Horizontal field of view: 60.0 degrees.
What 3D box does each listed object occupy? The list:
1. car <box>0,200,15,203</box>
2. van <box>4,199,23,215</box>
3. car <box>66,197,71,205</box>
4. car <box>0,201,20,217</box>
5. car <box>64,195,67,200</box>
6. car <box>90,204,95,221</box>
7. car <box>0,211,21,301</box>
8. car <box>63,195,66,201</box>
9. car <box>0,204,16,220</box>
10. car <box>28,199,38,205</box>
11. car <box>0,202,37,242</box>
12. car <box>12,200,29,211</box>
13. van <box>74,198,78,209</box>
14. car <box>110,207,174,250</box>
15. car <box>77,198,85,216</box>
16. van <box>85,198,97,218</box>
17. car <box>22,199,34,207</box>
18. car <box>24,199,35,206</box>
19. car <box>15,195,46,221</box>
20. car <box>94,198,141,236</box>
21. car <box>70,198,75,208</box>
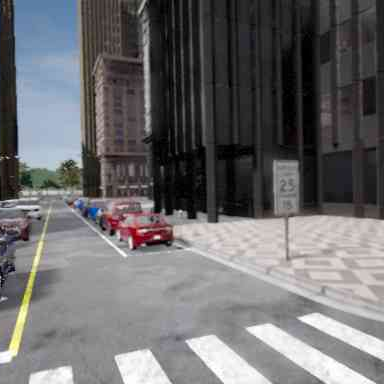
[{"bbox_3d":[-17.568,1.787,29.690,2.192,1.841,5.009,-3,1,-22],"label":"car"},{"bbox_3d":[-23.178,1.911,43.231,1.690,1.788,3.998,-3,1,-22],"label":"van"},{"bbox_3d":[-23.558,2.025,66.435,1.947,1.339,4.313,-3,1,-22],"label":"car"},{"bbox_3d":[-21.304,1.978,38.718,1.967,1.590,4.097,-3,1,-22],"label":"car"},{"bbox_3d":[-27.543,2.071,76.047,2.008,1.369,4.403,-3,1,-22],"label":"car"},{"bbox_3d":[-6.081,1.737,24.295,1.802,1.307,4.206,-3,1,-22],"label":"car"},{"bbox_3d":[-5.737,1.575,8.268,2.097,1.767,4.553,-2,0,-22],"label":"car"},{"bbox_3d":[-31.592,2.102,85.817,1.752,1.417,4.829,-3,1,-22],"label":"car"},{"bbox_3d":[-19.429,2.049,34.206,1.887,1.381,4.507,-3,1,-22],"label":"car"},{"bbox_3d":[-39.331,2.376,82.236,2.008,1.369,4.403,-3,1,-22],"label":"car"},{"bbox_3d":[-9.712,1.648,17.724,2.097,1.767,4.553,-2,0,-22],"label":"car"},{"bbox_3d":[-26.983,2.076,52.425,1.967,1.590,4.097,-3,1,-22],"label":"car"},{"bbox_3d":[-13.860,1.635,43.101,1.690,1.788,3.998,-3,1,-22],"label":"van"},{"bbox_3d":[-2.198,1.630,14.890,1.887,1.381,4.507,-3,1,-22],"label":"car"},{"bbox_3d":[-9.977,1.540,33.697,2.192,1.841,5.009,-3,1,-22],"label":"car"},{"bbox_3d":[-8.034,1.532,28.995,1.690,1.788,3.998,-3,1,-22],"label":"van"},{"bbox_3d":[-33.156,2.281,67.332,1.887,1.381,4.507,-3,1,-22],"label":"car"},{"bbox_3d":[-35.213,2.350,72.299,1.802,1.307,4.206,-3,1,-22],"label":"car"},{"bbox_3d":[-15.458,1.611,31.631,2.150,2.045,5.566,-2,2,-22],"label":"car"},{"bbox_3d":[-4.150,1.436,19.590,2.192,1.841,5.009,-3,1,-22],"label":"car"},{"bbox_3d":[-17.583,1.941,52.016,1.802,1.307,4.206,-3,1,-22],"label":"car"}]
